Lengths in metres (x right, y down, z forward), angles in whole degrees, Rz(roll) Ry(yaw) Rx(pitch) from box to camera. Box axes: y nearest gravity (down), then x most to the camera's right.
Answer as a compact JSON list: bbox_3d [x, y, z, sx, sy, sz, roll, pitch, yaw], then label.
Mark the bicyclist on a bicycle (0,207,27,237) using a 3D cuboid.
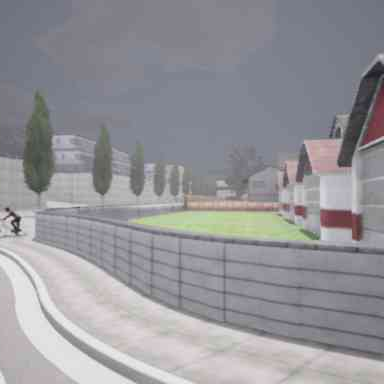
[{"bbox_3d":[-9.869,1.637,18.099,1.656,1.620,0.582,0,-1,-22],"label":"bicyclist on a bicycle"}]
